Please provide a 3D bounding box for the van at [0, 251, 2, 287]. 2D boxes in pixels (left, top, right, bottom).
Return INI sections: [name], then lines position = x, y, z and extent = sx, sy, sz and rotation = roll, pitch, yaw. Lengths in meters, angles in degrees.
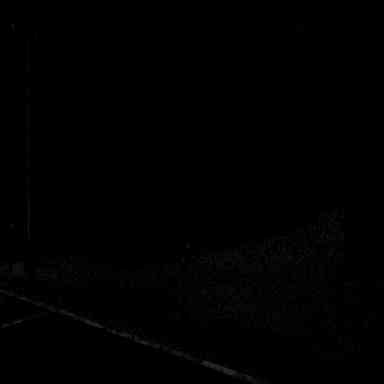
[van]
position = -5.778, 1.339, 7.194
extent = 3.998, 1.788, 1.690
rotation = 0, 0, 35
